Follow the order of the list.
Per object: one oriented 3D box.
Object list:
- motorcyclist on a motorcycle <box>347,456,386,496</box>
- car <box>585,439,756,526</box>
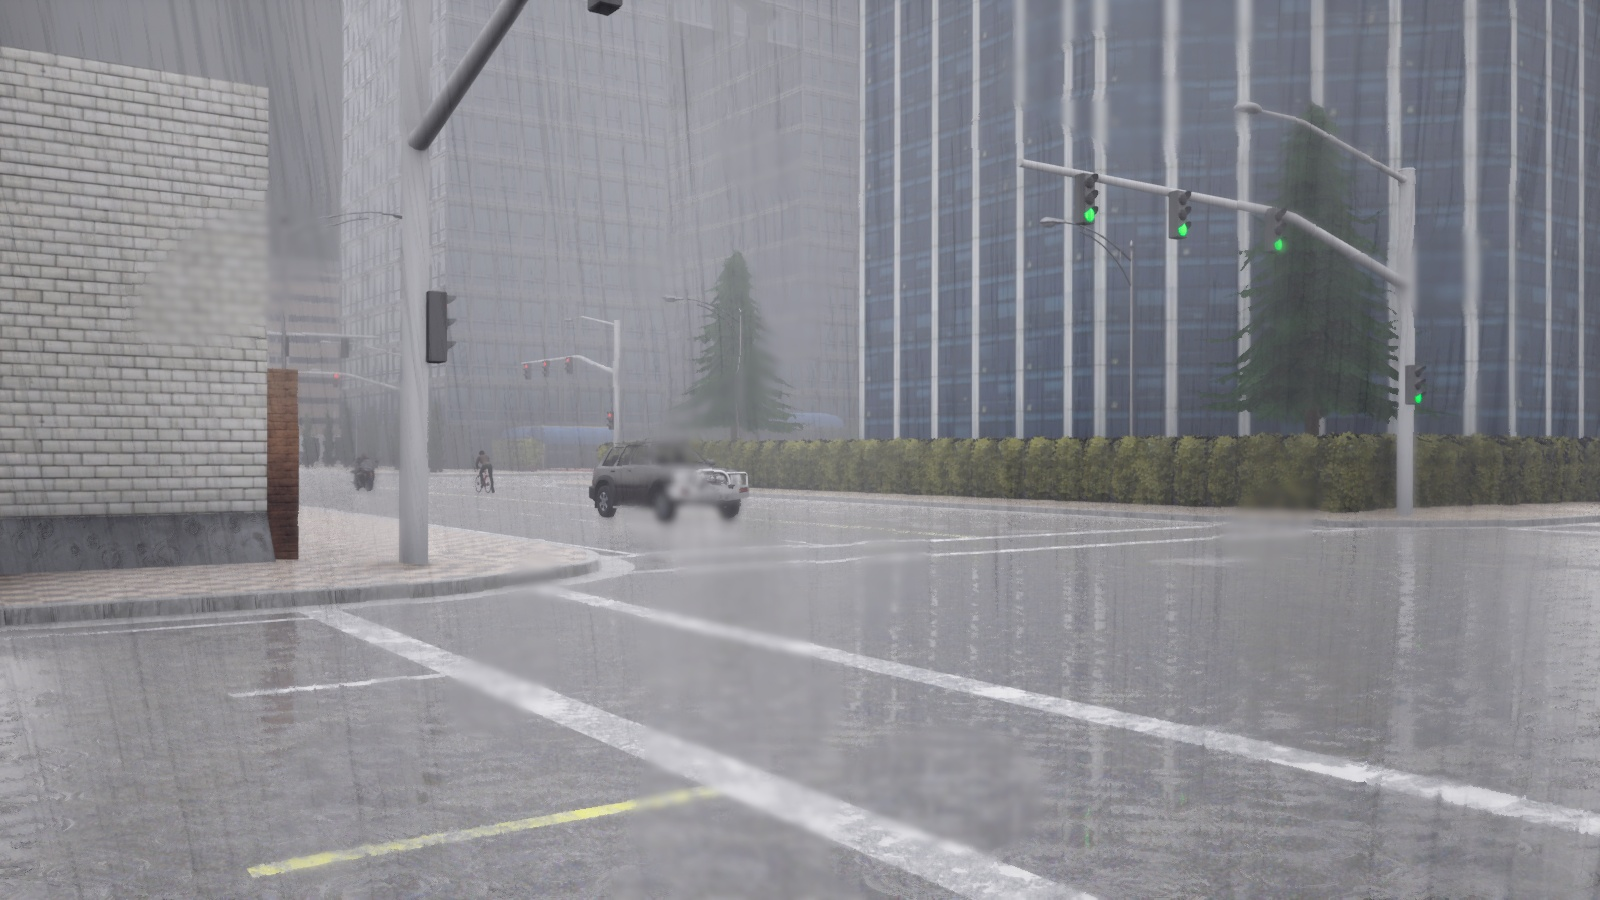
[{"bbox_3d":[-16.802,0.990,48.629,0.866,1.530,2.191,0,0,-35],"label":"motorcyclist on a motorcycle"},{"bbox_3d":[-3.097,0.695,29.092,1.932,1.855,4.605,0,0,-35],"label":"car"}]
